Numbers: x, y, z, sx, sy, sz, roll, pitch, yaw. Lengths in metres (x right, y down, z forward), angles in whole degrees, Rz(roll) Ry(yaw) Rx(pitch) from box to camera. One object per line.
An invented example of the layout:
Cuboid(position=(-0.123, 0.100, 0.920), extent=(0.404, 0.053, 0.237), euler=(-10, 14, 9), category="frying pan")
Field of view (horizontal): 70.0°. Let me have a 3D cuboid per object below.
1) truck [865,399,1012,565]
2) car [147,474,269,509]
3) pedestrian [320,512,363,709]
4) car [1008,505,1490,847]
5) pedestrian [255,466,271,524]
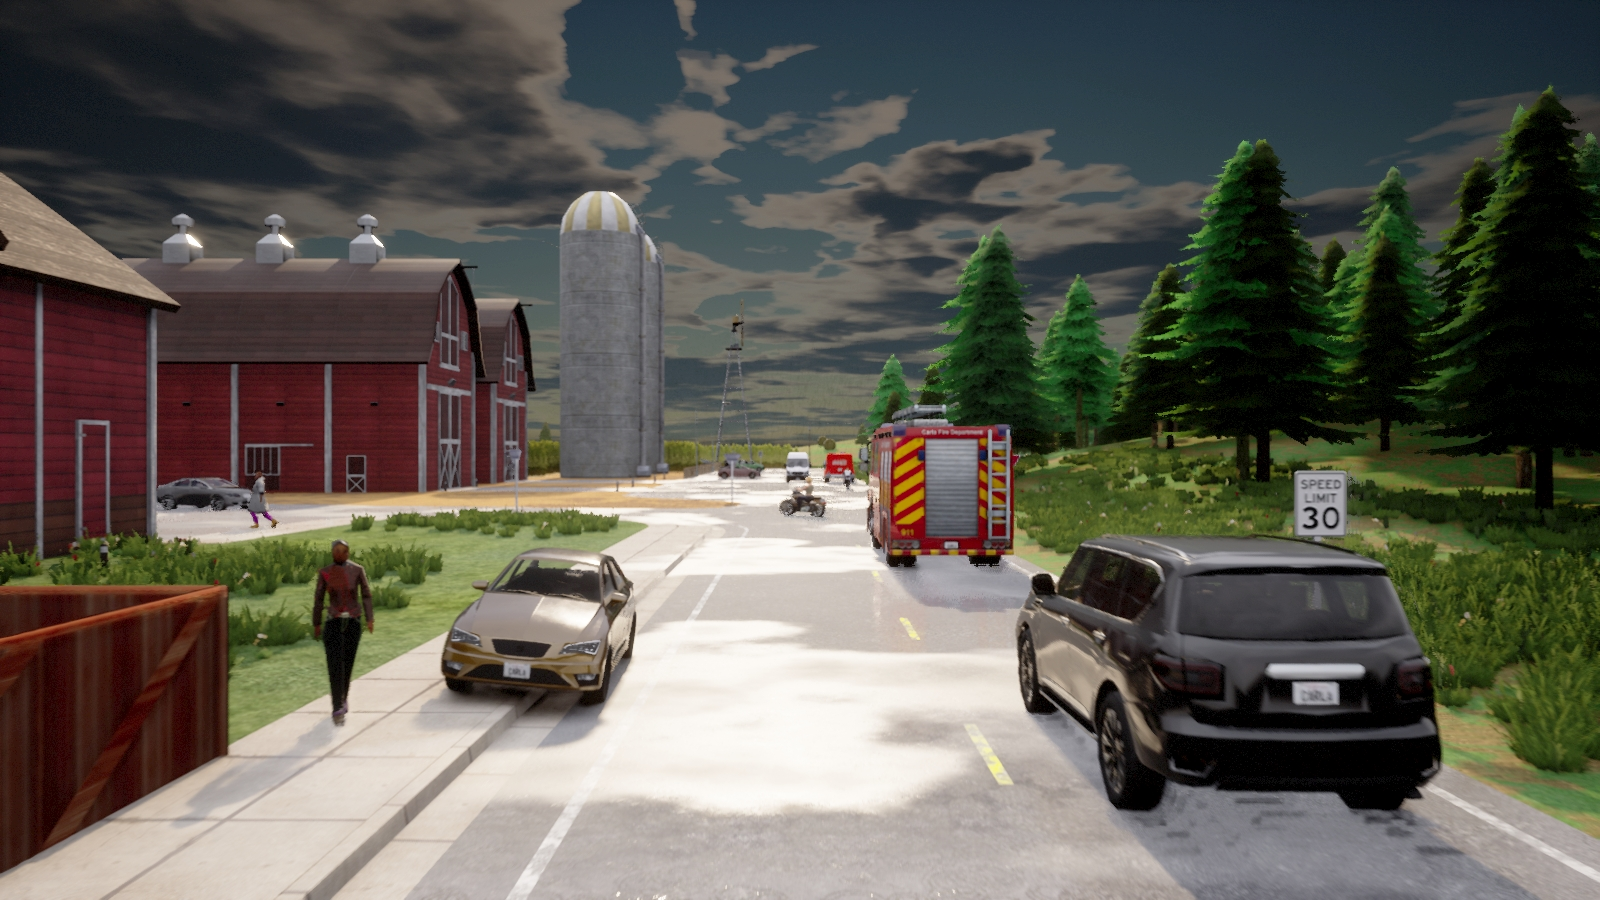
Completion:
Cuboid(position=(3.434, 0.734, 30.587), extent=(2.891, 3.827, 8.468), euler=(0, 0, 0), category="truck")
Cuboid(position=(-26.996, 1.856, 52.122), extent=(4.902, 1.511, 2.128), euler=(0, 0, 19), category="car")
Cuboid(position=(-4.488, 1.548, 11.185), extent=(0.375, 1.860, 0.375), euler=(0, 0, -20), category="pedestrian")
Cuboid(position=(3.483, 1.629, 10.352), extent=(2.150, 2.045, 5.566), euler=(0, -1, 0), category="car")
Cuboid(position=(-17.355, 1.448, 36.915), extent=(0.375, 1.860, 0.375), euler=(0, 0, -12), category="pedestrian")
